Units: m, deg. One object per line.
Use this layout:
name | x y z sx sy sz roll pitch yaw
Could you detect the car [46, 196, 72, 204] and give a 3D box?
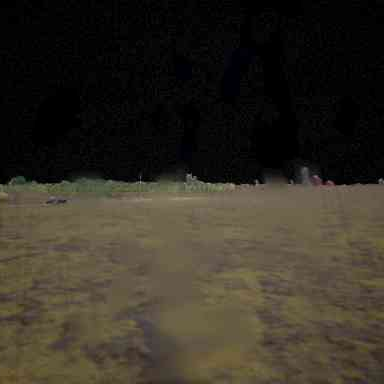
car | -25.962 1.649 65.107 1.837 1.490 4.892 -2 -1 35
